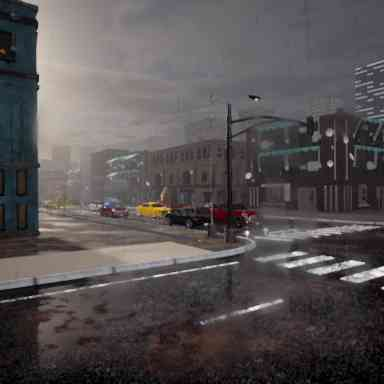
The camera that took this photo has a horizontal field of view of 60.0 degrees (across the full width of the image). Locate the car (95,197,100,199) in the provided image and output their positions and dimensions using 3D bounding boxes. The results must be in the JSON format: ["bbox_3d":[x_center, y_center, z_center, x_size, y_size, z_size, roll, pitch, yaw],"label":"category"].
[{"bbox_3d":[-17.419,1.931,62.633,2.192,1.841,5.009,-1,0,-35],"label":"car"}]

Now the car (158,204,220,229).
[{"bbox_3d":[-0.333,1.809,23.809,1.947,1.339,4.313,-2,0,-35],"label":"car"}]

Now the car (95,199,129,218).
[{"bbox_3d":[-8.258,1.841,35.203,1.967,1.590,4.097,-2,0,-35],"label":"car"}]

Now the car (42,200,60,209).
[{"bbox_3d":[-24.153,2.227,57.649,1.752,1.417,4.829,-1,0,-35],"label":"car"}]

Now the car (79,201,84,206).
[{"bbox_3d":[-20.612,2.219,67.150,1.887,1.381,4.507,-1,0,-35],"label":"car"}]

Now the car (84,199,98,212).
[{"bbox_3d":[-13.084,2.033,46.576,1.812,1.442,4.674,-1,0,-35],"label":"car"}]

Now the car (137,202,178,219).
[{"bbox_3d":[-3.785,1.805,33.388,1.882,1.535,5.008,-1,0,-35],"label":"car"}]

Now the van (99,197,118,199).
[{"bbox_3d":[-14.219,1.898,58.116,1.690,1.788,3.998,-1,0,-35],"label":"van"}]

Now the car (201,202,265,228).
[{"bbox_3d":[3.010,1.544,23.850,2.097,1.767,4.553,-1,0,-36],"label":"car"}]

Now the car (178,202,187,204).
[{"bbox_3d":[-1.417,1.895,40.049,1.802,1.307,4.206,-2,0,-35],"label":"car"}]

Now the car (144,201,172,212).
[{"bbox_3d":[-4.615,1.957,44.565,1.802,1.307,4.206,-2,0,-35],"label":"car"}]

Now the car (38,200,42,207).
[{"bbox_3d":[-30.649,2.371,66.823,2.008,1.369,4.403,-1,0,-35],"label":"car"}]

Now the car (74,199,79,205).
[{"bbox_3d":[-27.011,2.355,76.184,1.947,1.339,4.313,-1,0,-35],"label":"car"}]
